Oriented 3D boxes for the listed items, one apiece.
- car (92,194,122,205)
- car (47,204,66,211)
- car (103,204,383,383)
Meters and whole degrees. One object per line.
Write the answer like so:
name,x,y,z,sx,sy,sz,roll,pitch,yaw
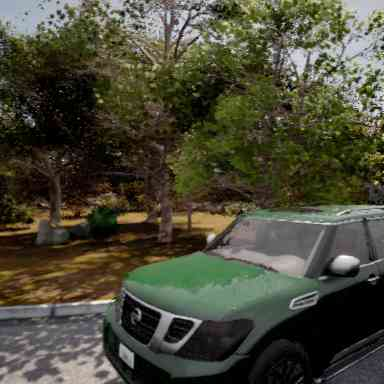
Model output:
car,-11.721,1.298,45.266,2.435,2.045,5.566,0,0,-36
car,-16.238,1.566,41.755,1.946,1.575,5.366,0,0,-36
car,1.612,1.231,4.823,5.566,2.045,2.150,0,0,-36
